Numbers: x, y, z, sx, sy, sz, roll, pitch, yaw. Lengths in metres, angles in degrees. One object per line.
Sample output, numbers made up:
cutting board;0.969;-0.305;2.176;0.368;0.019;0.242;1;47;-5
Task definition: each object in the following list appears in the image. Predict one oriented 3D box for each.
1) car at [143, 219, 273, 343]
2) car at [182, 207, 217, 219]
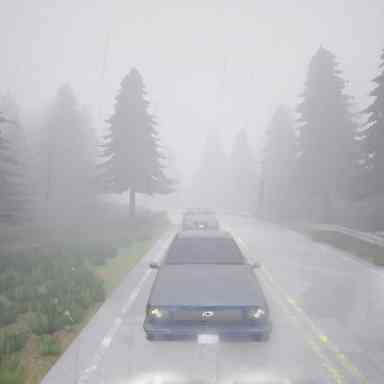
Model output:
car;0.254;1.557;7.059;2.033;1.411;5.357;0;0;1
car;0.408;1.584;19.144;1.994;1.385;4.181;0;0;-2
